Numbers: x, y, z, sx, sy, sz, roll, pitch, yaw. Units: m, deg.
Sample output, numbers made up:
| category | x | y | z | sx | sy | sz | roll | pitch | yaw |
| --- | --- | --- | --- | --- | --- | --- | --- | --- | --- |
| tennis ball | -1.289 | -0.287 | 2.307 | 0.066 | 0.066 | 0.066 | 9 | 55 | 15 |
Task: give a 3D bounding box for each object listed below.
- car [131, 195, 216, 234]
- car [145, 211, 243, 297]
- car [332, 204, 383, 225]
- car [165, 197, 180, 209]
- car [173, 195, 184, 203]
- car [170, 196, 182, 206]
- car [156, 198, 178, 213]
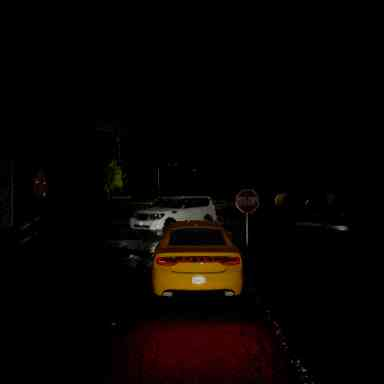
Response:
| category | x | y | z | sx | sy | sz | roll | pitch | yaw |
| --- | --- | --- | --- | --- | --- | --- | --- | --- | --- |
| car | -0.839 | 1.221 | 18.762 | 2.150 | 2.045 | 5.566 | 0 | 0 | 39 |
| car | 0.078 | 1.479 | 8.625 | 1.882 | 1.535 | 5.008 | 0 | 0 | -1 |
| car | 13.003 | 1.634 | 24.618 | 5.008 | 1.535 | 1.882 | 1 | -1 | 0 |
| car | -2.763 | 1.524 | 47.194 | 1.812 | 1.442 | 4.674 | 0 | 0 | 0 |
| car | -2.668 | 1.471 | 67.592 | 1.882 | 1.535 | 5.008 | 0 | 0 | 0 |
| car | -2.723 | 1.522 | 57.101 | 1.812 | 1.442 | 4.674 | 0 | 0 | 1 |
| car | -2.809 | 1.491 | 38.142 | 2.128 | 1.511 | 4.902 | 0 | 0 | 1 |
